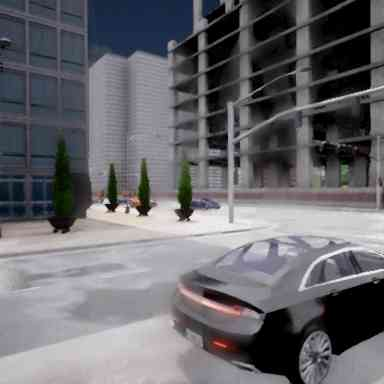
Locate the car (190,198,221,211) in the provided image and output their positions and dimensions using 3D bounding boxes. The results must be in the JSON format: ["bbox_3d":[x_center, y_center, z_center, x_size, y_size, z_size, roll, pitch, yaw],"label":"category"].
[{"bbox_3d":[1.423,1.405,39.178,1.812,1.442,4.674,-1,0,-36],"label":"car"}]

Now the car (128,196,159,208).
[{"bbox_3d":[-6.190,1.258,43.710,2.097,1.767,4.553,-1,0,-36],"label":"car"}]

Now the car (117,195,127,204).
[{"bbox_3d":[-12.482,1.233,58.441,2.097,1.767,4.553,-1,0,-36],"label":"car"}]

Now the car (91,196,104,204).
[{"bbox_3d":[-17.288,1.417,59.159,2.128,1.511,4.902,-1,0,-36],"label":"car"}]

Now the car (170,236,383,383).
[{"bbox_3d":[1.997,1.457,5.276,4.902,1.511,2.128,-1,0,-36],"label":"car"}]
